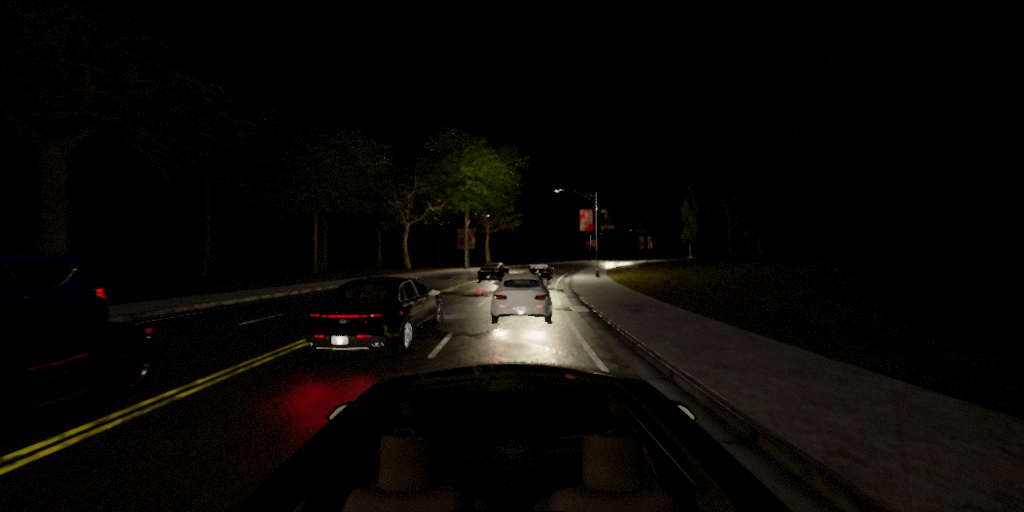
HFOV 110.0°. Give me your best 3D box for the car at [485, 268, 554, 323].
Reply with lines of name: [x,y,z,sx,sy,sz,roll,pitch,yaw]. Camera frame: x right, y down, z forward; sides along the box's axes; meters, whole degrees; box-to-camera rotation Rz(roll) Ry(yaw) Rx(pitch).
car: [0.355,1.288,12.084,1.812,1.442,4.674,0,0,3]

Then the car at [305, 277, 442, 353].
car: [-3.037,1.268,8.868,1.837,1.490,4.892,0,0,1]

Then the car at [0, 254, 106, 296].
car: [-9.788,0.982,5.348,2.150,2.045,5.566,0,0,1]

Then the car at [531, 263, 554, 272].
car: [2.496,1.299,30.538,2.033,1.411,5.357,0,0,11]

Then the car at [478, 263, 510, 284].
car: [-1.292,1.262,27.406,2.128,1.511,4.902,0,0,9]

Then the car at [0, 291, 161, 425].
car: [-6.529,1.320,3.861,1.994,1.385,4.181,0,0,1]
